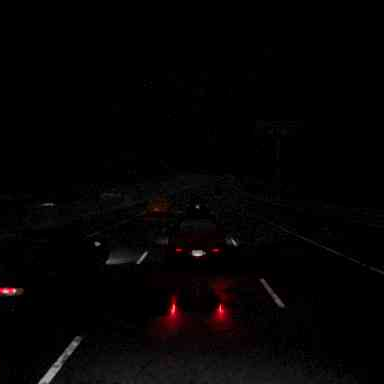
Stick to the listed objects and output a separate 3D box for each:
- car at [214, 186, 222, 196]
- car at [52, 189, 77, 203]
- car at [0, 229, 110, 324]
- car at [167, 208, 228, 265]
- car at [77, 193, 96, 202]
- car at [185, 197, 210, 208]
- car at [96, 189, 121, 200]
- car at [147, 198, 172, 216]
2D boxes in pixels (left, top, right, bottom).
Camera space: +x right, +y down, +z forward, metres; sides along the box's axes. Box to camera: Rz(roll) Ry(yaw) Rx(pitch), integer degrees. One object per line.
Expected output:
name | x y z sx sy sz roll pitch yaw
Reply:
car | 6.344 0.091 80.558 2.128 1.511 4.902 0 2 4
car | -19.856 0.631 52.439 2.150 2.045 5.566 0 1 3
car | -3.362 1.542 7.480 2.033 1.411 5.357 0 0 0
car | 0.178 1.515 11.502 1.812 1.442 4.674 0 0 1
car | -16.308 0.949 53.448 1.994 1.385 4.181 0 2 3
car | 0.499 1.206 29.107 2.097 1.767 4.553 0 1 1
car | -12.836 0.620 52.891 2.150 2.045 5.566 0 1 3
car | -2.957 1.307 30.843 1.882 1.535 5.008 0 1 2
